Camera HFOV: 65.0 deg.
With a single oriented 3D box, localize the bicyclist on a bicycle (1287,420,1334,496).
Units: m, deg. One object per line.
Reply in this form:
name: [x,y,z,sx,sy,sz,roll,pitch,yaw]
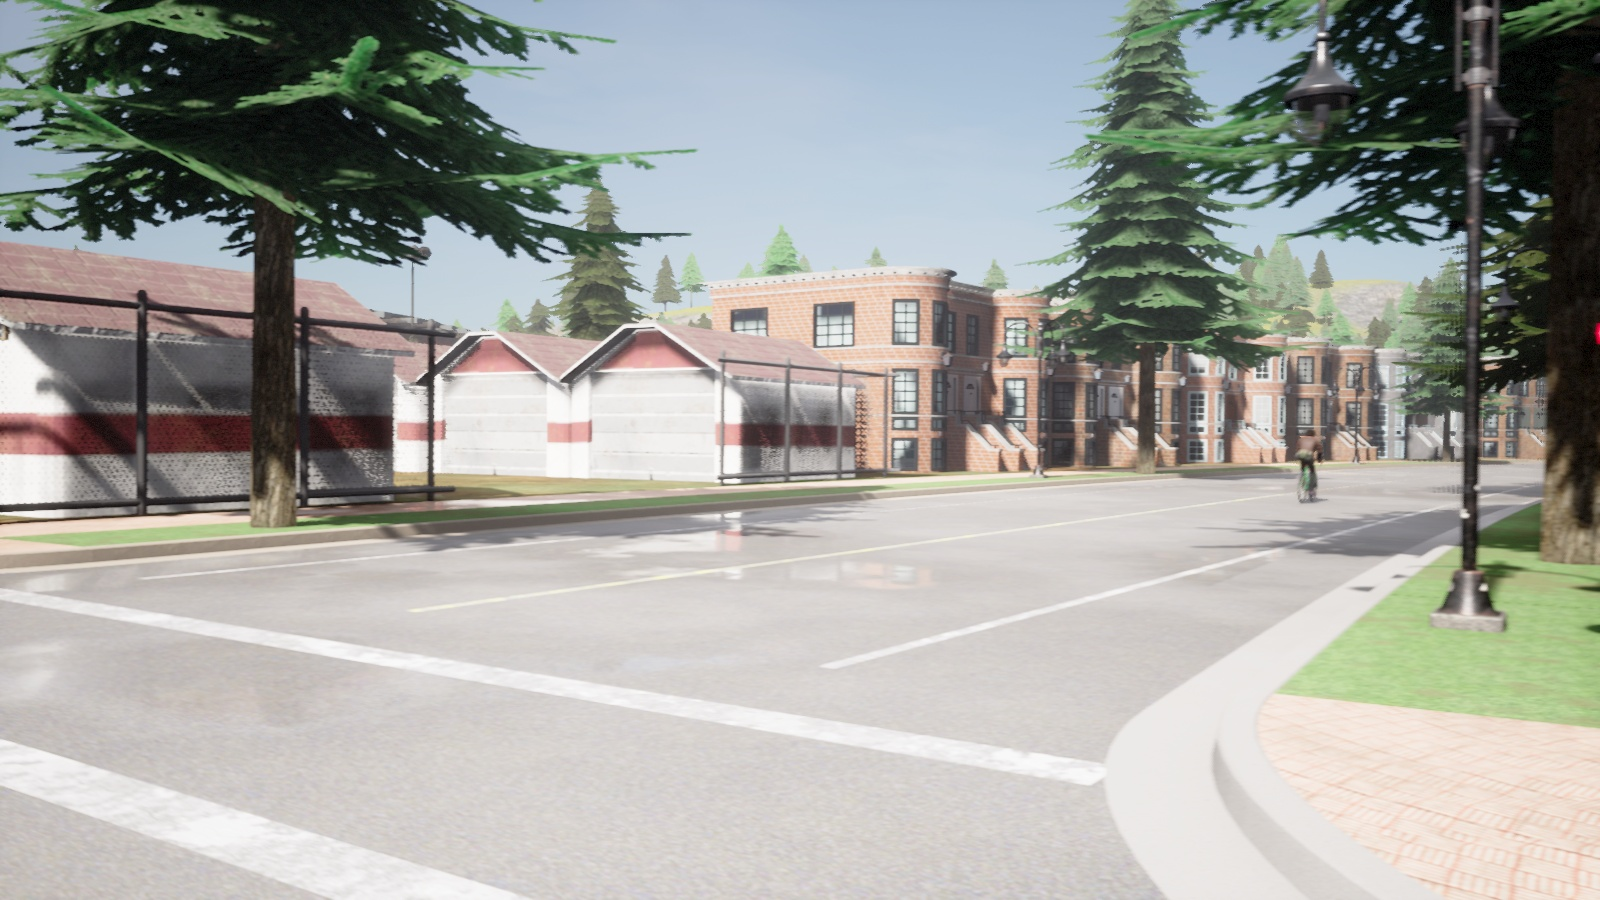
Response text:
bicyclist on a bicycle: [11.279,0.167,27.707,0.582,1.620,1.656,0,1,35]
